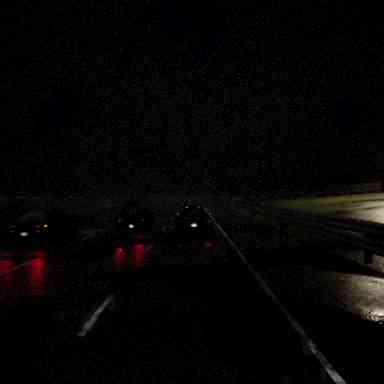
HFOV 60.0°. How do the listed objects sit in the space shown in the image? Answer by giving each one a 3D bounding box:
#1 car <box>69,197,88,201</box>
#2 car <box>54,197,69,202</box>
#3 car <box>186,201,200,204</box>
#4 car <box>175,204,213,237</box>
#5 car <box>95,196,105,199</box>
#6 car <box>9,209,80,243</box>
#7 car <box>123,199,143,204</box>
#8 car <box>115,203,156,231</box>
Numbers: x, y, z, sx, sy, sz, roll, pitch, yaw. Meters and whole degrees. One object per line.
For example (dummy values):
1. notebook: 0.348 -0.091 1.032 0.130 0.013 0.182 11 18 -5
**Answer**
1. car: -21.007 1.648 62.762 1.812 1.442 4.674 0 0 0
2. car: -24.500 1.640 63.159 2.128 1.511 4.902 0 0 0
3. car: 0.103 1.650 36.981 1.895 1.301 4.718 0 0 0
4. car: 0.102 1.584 18.104 1.994 1.385 4.181 0 0 0
5. car: -17.511 1.626 63.188 1.837 1.490 4.892 0 0 1
6. car: -6.898 1.544 15.987 1.812 1.442 4.674 0 0 0
7. car: -6.896 1.558 38.828 1.837 1.490 4.892 0 0 0
8. car: -3.398 1.624 20.884 1.895 1.301 4.718 0 0 0
